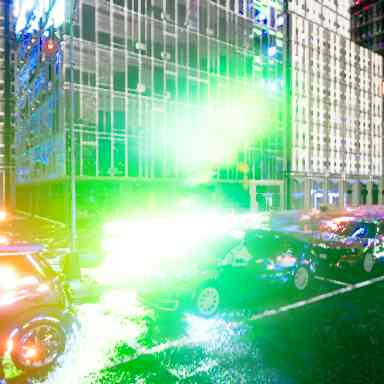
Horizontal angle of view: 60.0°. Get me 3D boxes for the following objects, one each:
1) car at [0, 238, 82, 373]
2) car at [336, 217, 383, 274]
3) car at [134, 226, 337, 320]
[{"bbox_3d":[-3.606,1.443,3.990,4.097,1.590,1.967,0,0,-35],"label":"car"},{"bbox_3d":[5.418,1.504,10.392,4.507,1.381,1.887,0,0,-35],"label":"car"},{"bbox_3d":[0.906,1.531,7.191,4.403,1.369,2.008,0,0,-35],"label":"car"}]
